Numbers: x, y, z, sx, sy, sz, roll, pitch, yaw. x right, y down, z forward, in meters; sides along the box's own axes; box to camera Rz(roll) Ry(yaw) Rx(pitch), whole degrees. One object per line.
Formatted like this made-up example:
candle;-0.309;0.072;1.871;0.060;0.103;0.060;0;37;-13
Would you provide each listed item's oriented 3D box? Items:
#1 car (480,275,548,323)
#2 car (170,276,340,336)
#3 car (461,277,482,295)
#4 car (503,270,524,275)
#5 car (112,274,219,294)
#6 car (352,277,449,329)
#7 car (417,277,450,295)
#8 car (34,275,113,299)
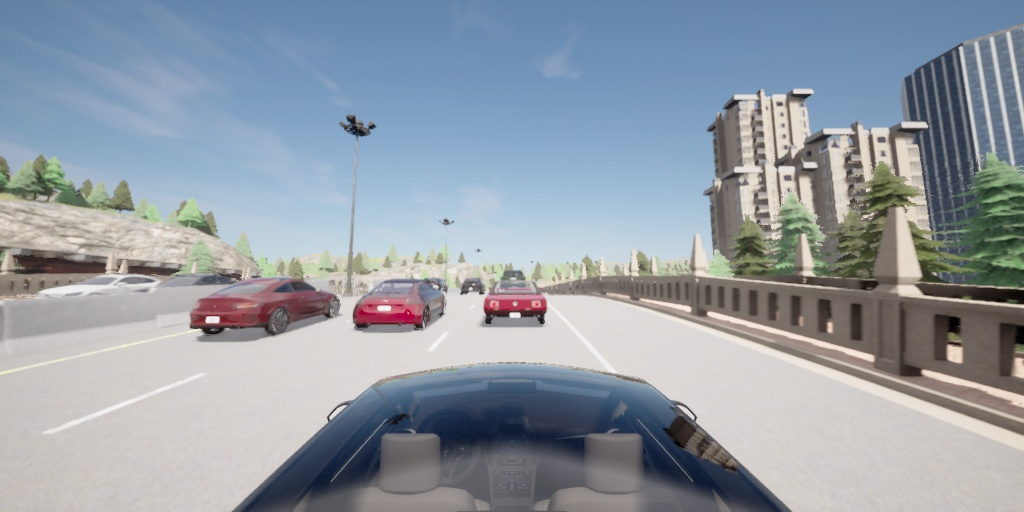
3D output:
car;0.098;1.486;12.553;1.895;1.301;4.718;0;-2;0
car;-6.901;1.357;10.572;1.812;1.442;4.674;0;-1;0
car;-3.405;2.714;32.089;1.837;1.490;4.892;0;-6;0
car;0.095;2.357;31.381;2.150;2.045;5.566;0;-6;0
car;-14.102;1.535;15.880;1.812;1.442;4.674;0;-2;0
car;-3.402;1.420;11.561;1.994;1.385;4.181;0;-2;0
car;-6.905;2.715;32.094;1.837;1.490;4.892;0;-6;0
car;-17.601;1.536;15.886;1.812;1.442;4.674;0;-2;0
